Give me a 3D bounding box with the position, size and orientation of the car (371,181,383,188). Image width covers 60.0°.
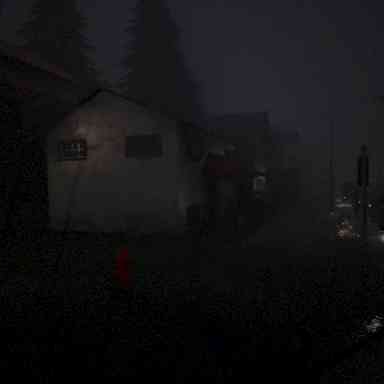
[{"bbox_3d":[22.576,-0.217,38.395,2.150,2.045,5.566,0,1,21],"label":"car"}]

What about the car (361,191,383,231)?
[{"bbox_3d":[9.585,0.891,15.674,2.128,1.511,4.902,0,2,21],"label":"car"}]

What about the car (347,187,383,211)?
[{"bbox_3d":[13.101,0.614,25.036,1.812,1.442,4.674,0,2,21],"label":"car"}]

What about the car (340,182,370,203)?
[{"bbox_3d":[16.779,-0.015,34.800,2.150,2.045,5.566,0,2,21],"label":"car"}]
